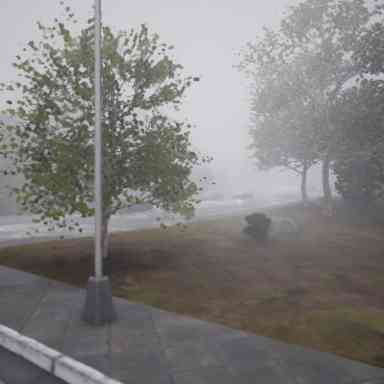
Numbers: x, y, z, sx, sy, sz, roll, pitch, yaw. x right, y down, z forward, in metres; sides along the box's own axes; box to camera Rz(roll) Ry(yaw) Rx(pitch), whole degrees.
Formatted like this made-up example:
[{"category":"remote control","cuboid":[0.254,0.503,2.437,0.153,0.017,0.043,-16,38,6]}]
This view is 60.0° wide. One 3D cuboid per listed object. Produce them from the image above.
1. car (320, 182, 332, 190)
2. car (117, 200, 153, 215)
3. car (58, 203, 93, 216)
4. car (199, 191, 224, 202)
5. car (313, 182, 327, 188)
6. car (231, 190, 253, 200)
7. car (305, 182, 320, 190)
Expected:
[{"category":"car","cuboid":[31.857,-1.283,78.775,2.128,1.511,4.902,0,3,13]},{"category":"car","cuboid":[-6.367,1.477,33.958,2.033,1.411,5.357,0,1,39]},{"category":"car","cuboid":[-11.410,1.607,33.246,1.994,1.385,4.181,0,1,39]},{"category":"car","cuboid":[3.065,0.637,51.350,1.837,1.490,4.892,0,2,39]},{"category":"car","cuboid":[33.974,-1.862,88.611,2.128,1.511,4.902,0,3,3]},{"category":"car","cuboid":[7.876,0.468,51.726,1.812,1.442,4.674,0,2,39]},{"category":"car","cuboid":[28.315,-1.241,79.168,2.128,1.511,4.902,0,3,13]}]
